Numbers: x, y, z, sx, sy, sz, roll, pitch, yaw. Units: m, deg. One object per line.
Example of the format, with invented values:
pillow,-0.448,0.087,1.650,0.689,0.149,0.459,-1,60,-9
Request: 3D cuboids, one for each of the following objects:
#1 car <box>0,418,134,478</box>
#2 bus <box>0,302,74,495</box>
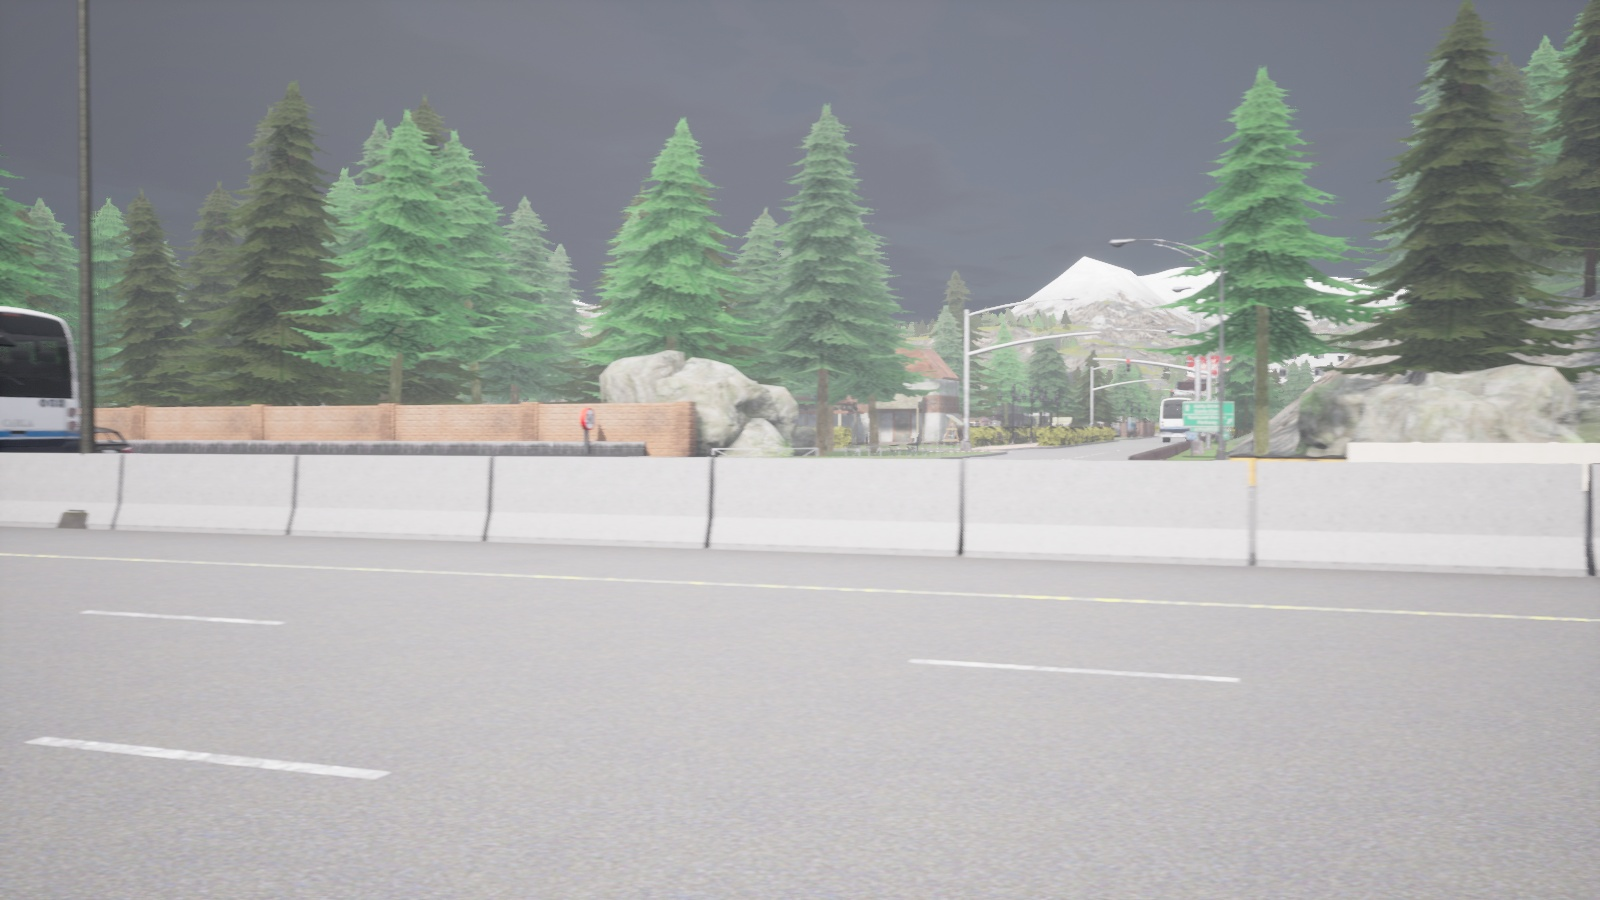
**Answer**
car,-22.052,-0.091,36.458,4.611,1.667,2.242,1,1,19
bus,-22.530,-1.193,29.216,10.273,4.253,3.944,1,1,19
